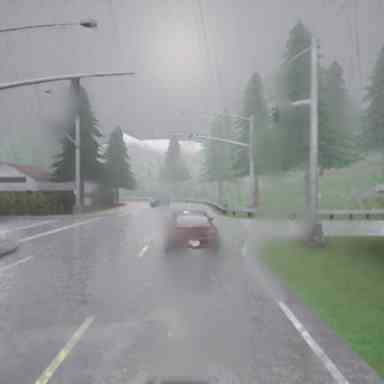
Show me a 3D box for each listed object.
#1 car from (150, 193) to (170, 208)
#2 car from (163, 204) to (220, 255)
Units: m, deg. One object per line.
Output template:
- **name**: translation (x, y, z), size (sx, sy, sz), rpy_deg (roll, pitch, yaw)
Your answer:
- **car**: translation (-3.689, 0.967, 39.302), size (2.097, 1.767, 4.553), rpy_deg (0, 1, -2)
- **car**: translation (-0.109, 1.401, 12.627), size (1.812, 1.442, 4.674), rpy_deg (0, 1, -5)
